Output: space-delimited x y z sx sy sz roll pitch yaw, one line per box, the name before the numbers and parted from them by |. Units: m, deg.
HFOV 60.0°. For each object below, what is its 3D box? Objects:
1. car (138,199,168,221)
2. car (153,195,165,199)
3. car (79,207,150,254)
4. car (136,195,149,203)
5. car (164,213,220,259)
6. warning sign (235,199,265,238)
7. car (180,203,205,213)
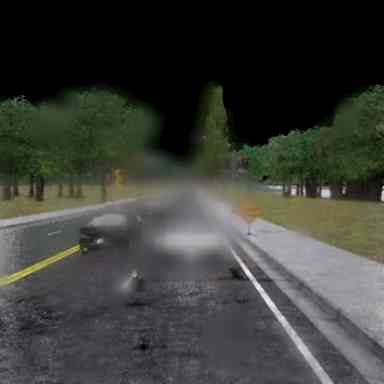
car | -3.209 1.655 29.205 1.882 1.535 5.008 0 0 1
car | -6.487 1.301 65.654 2.097 1.767 4.553 0 0 0
car | -3.214 1.616 14.235 1.882 1.535 5.008 0 0 1
car | -9.737 1.300 65.656 2.097 1.767 4.553 0 0 0
car | 0.024 1.732 13.232 1.895 1.301 4.718 0 0 1
warning sign | 2.861 1.275 16.643 1.300 1.860 1.060 0 0 0
car | 0.033 1.673 28.468 2.128 1.511 4.902 0 0 1
